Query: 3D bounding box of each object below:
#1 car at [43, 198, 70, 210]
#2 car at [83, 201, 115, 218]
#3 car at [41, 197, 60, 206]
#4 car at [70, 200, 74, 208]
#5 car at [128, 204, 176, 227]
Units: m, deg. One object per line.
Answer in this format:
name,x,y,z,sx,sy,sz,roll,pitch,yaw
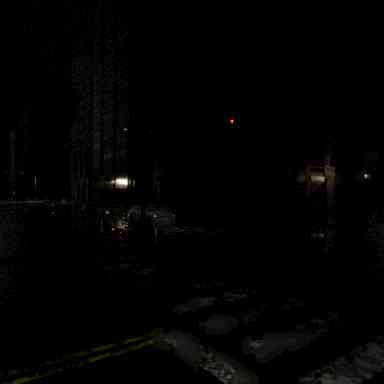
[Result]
car,-18.889,1.806,46.063,1.895,1.301,4.718,1,-1,-35
car,-9.088,1.619,32.203,2.128,1.511,4.902,1,-1,-35
car,-26.568,1.805,62.371,2.128,1.511,4.902,1,-1,-36
car,-20.771,1.793,54.200,1.812,1.442,4.674,1,-1,-35
car,-2.973,1.606,23.604,1.812,1.442,4.674,1,-1,-36
